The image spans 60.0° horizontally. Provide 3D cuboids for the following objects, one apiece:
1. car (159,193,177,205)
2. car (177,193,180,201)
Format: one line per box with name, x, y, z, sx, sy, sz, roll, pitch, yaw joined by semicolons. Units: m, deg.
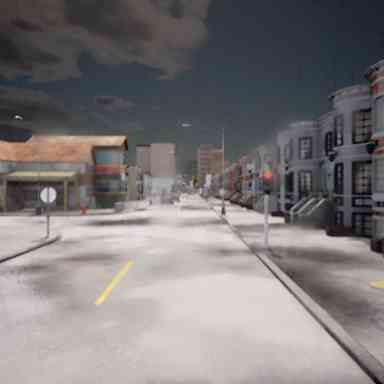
car;-3.780;1.224;50.351;2.033;1.411;5.357;0;0;1
car;-3.595;0.900;66.822;2.097;1.767;4.553;0;0;0
